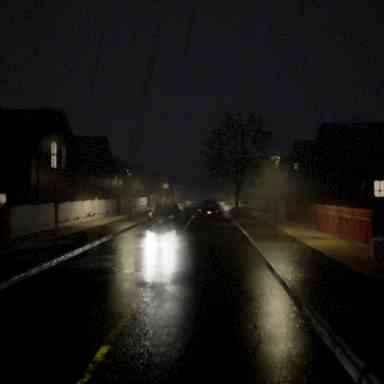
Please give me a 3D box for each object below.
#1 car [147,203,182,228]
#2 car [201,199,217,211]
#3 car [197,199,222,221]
[{"bbox_3d":[-1.719,1.473,22.029,2.128,1.511,4.902,0,0,3],"label":"car"},{"bbox_3d":[2.244,1.610,43.036,1.994,1.385,4.181,0,0,3],"label":"car"},{"bbox_3d":[1.421,1.554,27.383,1.994,1.385,4.181,0,0,3],"label":"car"}]
